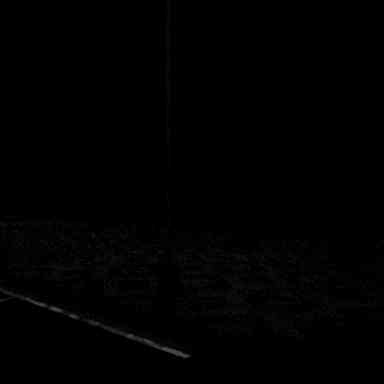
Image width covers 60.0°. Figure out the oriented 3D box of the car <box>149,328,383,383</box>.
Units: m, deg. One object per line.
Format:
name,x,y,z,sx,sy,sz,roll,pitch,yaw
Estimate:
car,1.529,1.567,1.874,4.313,1.339,1.947,0,0,35
